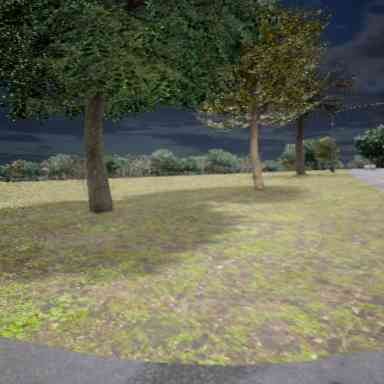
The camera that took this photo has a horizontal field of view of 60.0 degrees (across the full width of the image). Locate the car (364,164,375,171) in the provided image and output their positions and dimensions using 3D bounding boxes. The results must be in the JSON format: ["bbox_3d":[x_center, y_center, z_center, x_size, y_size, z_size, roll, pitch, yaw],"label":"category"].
[{"bbox_3d":[34.072,-4.795,63.748,1.895,1.301,4.718,1,5,28],"label":"car"}]
